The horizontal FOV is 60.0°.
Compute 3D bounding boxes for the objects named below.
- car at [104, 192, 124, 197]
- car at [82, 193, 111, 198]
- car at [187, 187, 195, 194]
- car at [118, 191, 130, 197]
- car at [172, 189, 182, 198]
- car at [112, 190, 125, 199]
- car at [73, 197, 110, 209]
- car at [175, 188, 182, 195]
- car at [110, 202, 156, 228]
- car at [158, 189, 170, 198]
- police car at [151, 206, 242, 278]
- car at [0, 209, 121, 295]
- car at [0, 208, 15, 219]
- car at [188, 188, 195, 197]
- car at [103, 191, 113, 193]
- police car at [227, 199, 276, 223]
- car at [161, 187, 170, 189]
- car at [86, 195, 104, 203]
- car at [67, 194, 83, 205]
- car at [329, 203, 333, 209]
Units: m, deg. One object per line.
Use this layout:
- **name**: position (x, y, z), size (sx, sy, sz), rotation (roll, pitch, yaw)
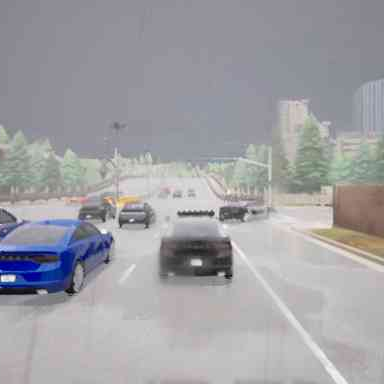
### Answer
- **car**: position (-14.026, 1.209, 58.838), size (1.882, 1.535, 5.008), rotation (0, 0, 1)
- **car**: position (-14.063, 1.266, 49.378), size (2.128, 1.511, 4.902), rotation (0, 0, -1)
- **car**: position (-0.185, -0.410, 93.240), size (2.128, 1.511, 4.902), rotation (0, 7, 0)
- **car**: position (-14.044, 1.138, 68.278), size (1.882, 1.535, 5.008), rotation (0, 0, 0)
- **car**: position (-3.614, 0.536, 80.647), size (2.097, 1.767, 4.553), rotation (0, 4, 0)
- **car**: position (-17.608, 0.596, 79.560), size (2.097, 1.767, 4.553), rotation (0, 2, 0)
- **car**: position (-6.904, 1.393, 24.698), size (1.837, 1.490, 4.892), rotation (0, 1, 0)
- **car**: position (-3.671, -0.133, 90.702), size (1.812, 1.442, 4.674), rotation (0, 7, 0)
- **car**: position (-3.401, 1.395, 21.192), size (2.128, 1.511, 4.902), rotation (0, 0, 0)
- **car**: position (-7.116, 0.702, 81.072), size (1.994, 1.385, 4.181), rotation (0, 5, 0)
- **police car**: position (0.100, 1.378, 10.146), size (1.930, 1.638, 5.238), rotation (0, 1, 0)
- **car**: position (-3.402, 1.438, 8.650), size (1.882, 1.535, 5.008), rotation (0, 0, 0)
- **car**: position (-6.902, 1.301, 11.088), size (2.097, 1.767, 4.553), rotation (0, 0, 0)
- **car**: position (-0.132, 0.549, 83.855), size (1.895, 1.301, 4.718), rotation (0, 5, 0)
- **car**: position (-17.551, 0.869, 69.358), size (2.150, 2.045, 5.566), rotation (0, 0, 0)
- **police car**: position (4.304, 1.313, 24.558), size (5.238, 1.638, 1.930), rotation (0, -1, -42)
- **car**: position (-7.171, -0.433, 90.677), size (2.150, 2.045, 5.566), rotation (0, 7, 0)
- **car**: position (-17.507, 1.290, 60.100), size (1.994, 1.385, 4.181), rotation (0, 0, 0)
- **car**: position (-17.574, 1.117, 51.564), size (2.097, 1.767, 4.553), rotation (0, 0, 0)
- **car**: position (17.631, 1.435, 36.360), size (4.718, 1.301, 1.895), rotation (0, 0, 0)
